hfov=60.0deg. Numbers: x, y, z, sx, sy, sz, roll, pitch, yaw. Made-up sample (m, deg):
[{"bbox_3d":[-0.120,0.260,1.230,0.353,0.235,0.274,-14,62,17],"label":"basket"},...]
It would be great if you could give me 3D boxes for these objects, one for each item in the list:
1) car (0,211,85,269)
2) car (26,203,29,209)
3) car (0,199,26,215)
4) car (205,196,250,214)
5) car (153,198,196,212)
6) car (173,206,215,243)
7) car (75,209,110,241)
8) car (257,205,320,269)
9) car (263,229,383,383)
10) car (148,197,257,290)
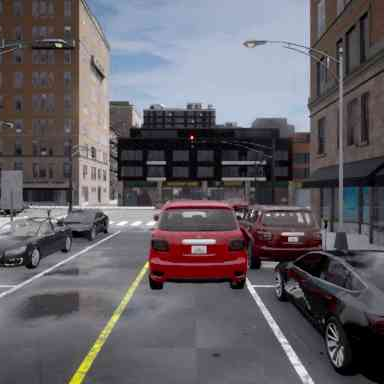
[{"bbox_3d":[-5.388,1.552,11.054,2.008,1.369,4.403,0,0,0],"label":"car"},{"bbox_3d":[-20.419,1.461,35.650,5.357,1.411,2.033,0,0,0],"label":"car"},{"bbox_3d":[-17.512,1.527,28.958,4.718,1.301,1.895,0,0,0],"label":"car"},{"bbox_3d":[3.723,1.381,35.755,4.553,1.767,2.097,0,0,0],"label":"car"},{"bbox_3d":[-1.979,1.494,38.981,4.902,1.511,2.128,0,0,0],"label":"car"},{"bbox_3d":[0.092,1.527,16.971,1.812,1.442,4.674,0,0,0],"label":"car"},{"bbox_3d":[-5.387,1.568,16.717,1.947,1.339,4.313,0,0,0],"label":"car"},{"bbox_3d":[2.637,1.316,11.053,2.192,1.841,5.009,0,0,0],"label":"car"},{"bbox_3d":[2.636,1.566,5.391,1.947,1.339,4.313,0,0,0],"label":"car"},{"bbox_3d":[0.080,1.223,9.213,2.150,2.045,5.566,0,0,-1],"label":"car"}]
